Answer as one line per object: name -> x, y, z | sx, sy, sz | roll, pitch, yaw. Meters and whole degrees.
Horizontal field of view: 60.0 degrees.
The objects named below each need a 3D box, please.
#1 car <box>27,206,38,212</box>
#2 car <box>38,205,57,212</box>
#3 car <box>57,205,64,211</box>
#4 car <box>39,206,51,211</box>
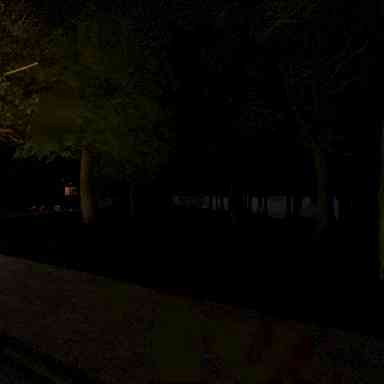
car -> -36.677, 3.912, 77.058 | 1.837, 1.490, 4.892 | 0, -2, -9
car -> -33.409, 3.886, 77.215 | 1.837, 1.490, 4.892 | 0, -2, -9
car -> -35.123, 4.239, 87.498 | 2.128, 1.511, 4.902 | 0, -2, -9
car -> -38.328, 4.275, 86.963 | 1.994, 1.385, 4.181 | 0, -2, -9
